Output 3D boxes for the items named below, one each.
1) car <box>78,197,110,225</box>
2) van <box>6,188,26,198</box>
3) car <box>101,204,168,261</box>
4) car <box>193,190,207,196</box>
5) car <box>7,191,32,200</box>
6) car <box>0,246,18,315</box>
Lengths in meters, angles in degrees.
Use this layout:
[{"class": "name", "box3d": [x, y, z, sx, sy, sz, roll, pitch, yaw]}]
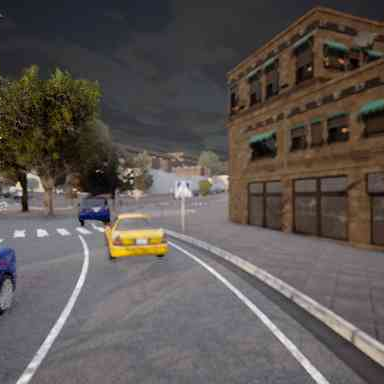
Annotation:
[{"class": "car", "box3d": [-7.508, 1.396, 25.591, 2.150, 2.045, 5.566, 0, 0, -19]}, {"class": "van", "box3d": [-43.201, 0.734, 83.286, 1.878, 1.987, 4.442, 4, 2, 31]}, {"class": "car", "box3d": [-2.233, 1.445, 12.248, 1.801, 1.575, 5.366, 0, 0, -17]}, {"class": "car", "box3d": [1.093, 0.518, 95.231, 4.792, 1.488, 2.163, -3, 2, 11]}, {"class": "car", "box3d": [-41.378, 1.158, 80.876, 2.097, 1.535, 5.008, 4, 2, 31]}, {"class": "car", "box3d": [-4.111, 1.472, 4.541, 1.882, 1.535, 5.008, 0, 0, -8]}]
